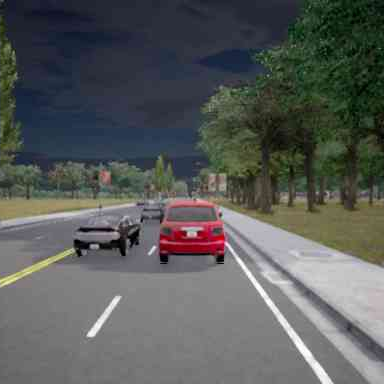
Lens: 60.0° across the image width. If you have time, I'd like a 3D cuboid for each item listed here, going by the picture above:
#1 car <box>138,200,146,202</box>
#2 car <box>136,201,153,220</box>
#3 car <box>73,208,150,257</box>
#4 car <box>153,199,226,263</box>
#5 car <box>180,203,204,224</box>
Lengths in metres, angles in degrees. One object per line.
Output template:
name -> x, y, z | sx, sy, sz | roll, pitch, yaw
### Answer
car -> -9.749, 2.273, 65.372 | 2.033, 1.411, 5.357 | 0, -1, 0
car -> -3.223, 1.790, 28.521 | 2.128, 1.511, 4.902 | 0, 0, 1
car -> -3.225, 1.630, 13.518 | 2.128, 1.511, 4.902 | 0, 0, 1
car -> 0.012, 1.353, 12.601 | 2.150, 2.045, 5.566 | 0, 0, 0
car -> 0.034, 1.783, 29.261 | 1.882, 1.535, 5.008 | 0, 0, 1
